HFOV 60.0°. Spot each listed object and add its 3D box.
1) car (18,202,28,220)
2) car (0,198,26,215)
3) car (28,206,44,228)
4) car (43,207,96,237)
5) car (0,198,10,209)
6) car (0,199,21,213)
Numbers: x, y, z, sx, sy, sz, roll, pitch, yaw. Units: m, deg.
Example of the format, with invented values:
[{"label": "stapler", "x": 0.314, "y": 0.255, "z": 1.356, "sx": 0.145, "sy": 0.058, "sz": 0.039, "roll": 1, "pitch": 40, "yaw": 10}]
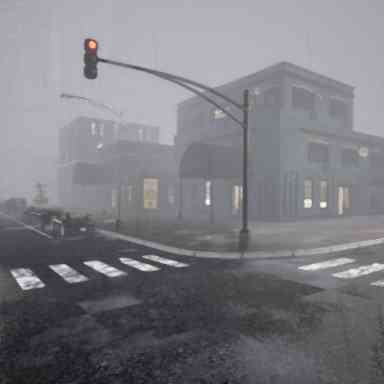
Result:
[{"label": "car", "x": -13.057, "y": 1.787, "z": 27.938, "sx": 1.802, "sy": 1.307, "sz": 4.206, "roll": 1, "pitch": -1, "yaw": -35}, {"label": "car", "x": -20.059, "y": 1.577, "z": 37.972, "sx": 2.192, "sy": 1.841, "sz": 5.009, "roll": 1, "pitch": -1, "yaw": -35}, {"label": "car", "x": -9.936, "y": 1.745, "z": 23.434, "sx": 1.947, "sy": 1.339, "sz": 4.313, "roll": 1, "pitch": -1, "yaw": -35}, {"label": "car", "x": -6.814, "y": 1.704, "z": 18.928, "sx": 2.008, "sy": 1.369, "sz": 4.403, "roll": 1, "pitch": -1, "yaw": -35}, {"label": "car", "x": -29.611, "y": 1.781, "z": 51.611, "sx": 1.967, "sy": 1.590, "sz": 4.097, "roll": 1, "pitch": -1, "yaw": -35}, {"label": "car", "x": -23.248, "y": 1.729, "z": 42.516, "sx": 1.967, "sy": 1.590, "sz": 4.097, "roll": 1, "pitch": -1, "yaw": -35}]
